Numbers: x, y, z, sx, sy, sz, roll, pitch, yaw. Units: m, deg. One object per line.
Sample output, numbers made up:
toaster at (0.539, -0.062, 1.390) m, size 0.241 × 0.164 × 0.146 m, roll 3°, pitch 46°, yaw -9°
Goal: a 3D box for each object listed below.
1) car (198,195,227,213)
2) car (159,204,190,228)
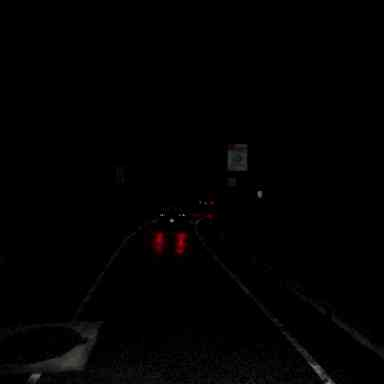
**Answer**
car at (2.555, 1.373, 40.469) m, size 2.150 × 2.045 × 5.566 m, roll 1°, pitch 0°, yaw 22°
car at (-1.178, 1.570, 22.648) m, size 1.812 × 1.442 × 4.674 m, roll 0°, pitch 0°, yaw 1°
